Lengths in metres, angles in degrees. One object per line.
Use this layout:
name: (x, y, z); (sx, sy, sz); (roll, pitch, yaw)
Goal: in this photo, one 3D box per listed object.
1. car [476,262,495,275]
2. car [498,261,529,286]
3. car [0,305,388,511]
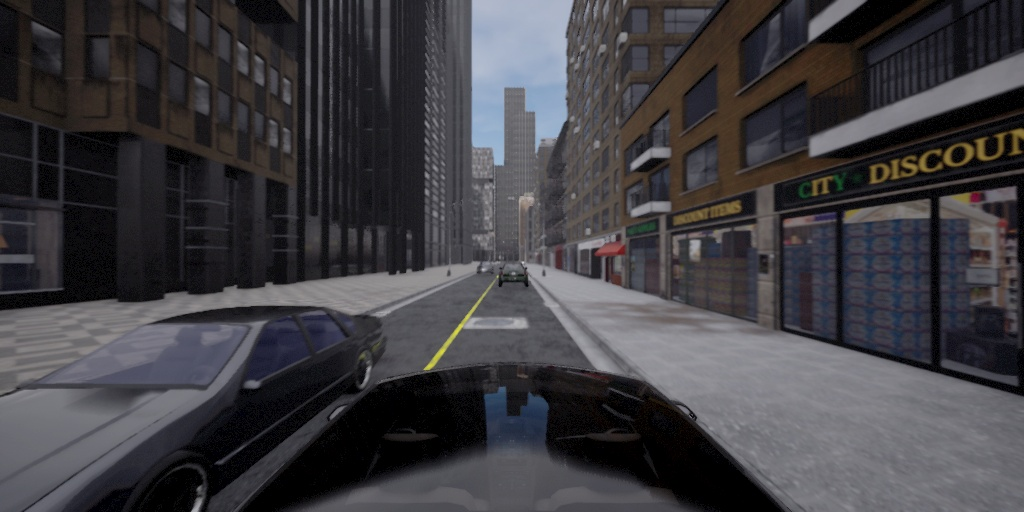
car: (-3.076, 1.416, 41.846); (2.128, 1.511, 4.902); (0, 0, 0)
car: (0.103, 1.218, 26.564); (2.097, 1.767, 4.553); (0, 0, 0)
car: (-3.091, 1.312, 4.003); (2.033, 1.411, 5.357); (0, 0, 0)
